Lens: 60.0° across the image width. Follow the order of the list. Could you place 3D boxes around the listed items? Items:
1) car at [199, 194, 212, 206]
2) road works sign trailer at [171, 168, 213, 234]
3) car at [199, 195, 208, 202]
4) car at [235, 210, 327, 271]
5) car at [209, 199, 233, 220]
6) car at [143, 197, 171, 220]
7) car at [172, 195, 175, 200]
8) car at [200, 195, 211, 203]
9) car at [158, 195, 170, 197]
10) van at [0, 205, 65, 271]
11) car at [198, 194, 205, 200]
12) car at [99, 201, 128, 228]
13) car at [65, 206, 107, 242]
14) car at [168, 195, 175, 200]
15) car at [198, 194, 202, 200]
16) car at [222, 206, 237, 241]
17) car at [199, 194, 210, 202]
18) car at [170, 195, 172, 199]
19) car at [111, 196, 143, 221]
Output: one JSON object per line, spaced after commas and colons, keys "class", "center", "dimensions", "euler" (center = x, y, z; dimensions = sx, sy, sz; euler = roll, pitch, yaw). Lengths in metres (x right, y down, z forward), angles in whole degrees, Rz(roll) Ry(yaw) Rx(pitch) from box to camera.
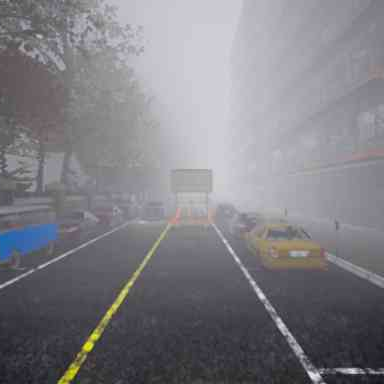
{"class": "car", "center": [2.653, 1.505, 55.520], "dimensions": [1.887, 1.381, 4.507], "euler": [0, 0, 0]}
{"class": "road works sign trailer", "center": [-0.012, 0.443, 19.127], "dimensions": [2.380, 3.560, 2.880], "euler": [0, 0, 0]}
{"class": "car", "center": [2.638, 1.404, 78.042], "dimensions": [1.967, 1.590, 4.097], "euler": [0, 0, 0]}
{"class": "car", "center": [2.683, 1.512, 10.647], "dimensions": [1.752, 1.417, 4.829], "euler": [0, 0, 0]}
{"class": "car", "center": [2.672, 1.538, 27.370], "dimensions": [1.947, 1.339, 4.313], "euler": [0, 0, 0]}
{"class": "car", "center": [-3.118, 1.449, 28.471], "dimensions": [1.882, 1.535, 5.008], "euler": [0, 0, 0]}
{"class": "car", "center": [-5.742, 1.515, 78.035], "dimensions": [2.008, 1.369, 4.403], "euler": [0, 0, 0]}
{"class": "car", "center": [2.645, 1.402, 66.780], "dimensions": [1.967, 1.590, 4.097], "euler": [0, 0, 0]}
{"class": "car", "center": [-5.732, 1.401, 61.145], "dimensions": [1.967, 1.590, 4.097], "euler": [0, 0, 0]}
{"class": "van", "center": [-5.697, 1.329, 10.471], "dimensions": [1.690, 1.788, 3.998], "euler": [0, 0, 0]}
{"class": "car", "center": [2.626, 1.411, 94.932], "dimensions": [1.967, 1.590, 4.097], "euler": [0, 0, 0]}
{"class": "car", "center": [-5.705, 1.522, 21.732], "dimensions": [1.887, 1.381, 4.507], "euler": [0, 0, 0]}
{"class": "car", "center": [-5.701, 1.564, 16.102], "dimensions": [1.802, 1.307, 4.206], "euler": [0, 0, 0]}
{"class": "car", "center": [-5.754, 1.497, 94.756], "dimensions": [1.752, 1.417, 4.829], "euler": [0, 0, 0]}
{"class": "car", "center": [2.649, 1.506, 61.151], "dimensions": [1.887, 1.381, 4.507], "euler": [0, 0, 0]}
{"class": "car", "center": [2.679, 1.564, 16.108], "dimensions": [1.802, 1.307, 4.206], "euler": [0, 0, 0]}
{"class": "car", "center": [2.641, 1.278, 72.410], "dimensions": [2.192, 1.841, 5.009], "euler": [0, 0, 0]}
{"class": "car", "center": [-5.735, 1.402, 66.773], "dimensions": [1.967, 1.590, 4.097], "euler": [0, 0, 0]}
{"class": "car", "center": [-5.708, 1.288, 27.364], "dimensions": [2.192, 1.841, 5.009], "euler": [0, 0, 0]}
